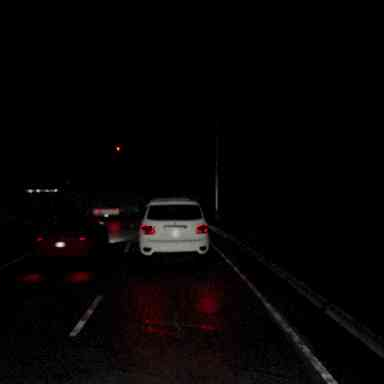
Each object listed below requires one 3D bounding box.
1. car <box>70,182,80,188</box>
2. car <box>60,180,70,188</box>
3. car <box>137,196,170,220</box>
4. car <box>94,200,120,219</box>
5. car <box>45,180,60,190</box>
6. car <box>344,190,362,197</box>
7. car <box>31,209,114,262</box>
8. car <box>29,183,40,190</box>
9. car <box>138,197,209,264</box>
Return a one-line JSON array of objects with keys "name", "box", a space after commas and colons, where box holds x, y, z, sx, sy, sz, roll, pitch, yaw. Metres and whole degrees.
[{"name": "car", "box": [-31.283, -1.908, 89.161, 2.033, 1.411, 5.357, -2, 3, -28]}, {"name": "car", "box": [-34.372, -2.137, 87.503, 2.150, 2.045, 5.566, -2, 3, -28]}, {"name": "car", "box": [-3.188, 1.164, 26.579, 2.128, 1.511, 4.902, -1, 2, -12]}, {"name": "car", "box": [-6.603, 1.309, 25.910, 1.895, 1.301, 4.718, -1, 2, -13]}, {"name": "car", "box": [-32.507, -1.614, 76.760, 2.150, 2.045, 5.566, -2, 3, -28]}, {"name": "car", "box": [33.231, 0.328, 67.856, 4.553, 1.767, 2.097, 2, 2, -25]}, {"name": "car", "box": [-4.310, 1.590, 12.342, 1.994, 1.385, 4.181, 0, 1, -6]}, {"name": "car", "box": [-35.601, -1.277, 75.139, 1.882, 1.535, 5.008, -2, 3, -28]}, {"name": "car", "box": [-0.745, 1.229, 12.094, 2.150, 2.045, 5.566, 0, 0, -6]}]
